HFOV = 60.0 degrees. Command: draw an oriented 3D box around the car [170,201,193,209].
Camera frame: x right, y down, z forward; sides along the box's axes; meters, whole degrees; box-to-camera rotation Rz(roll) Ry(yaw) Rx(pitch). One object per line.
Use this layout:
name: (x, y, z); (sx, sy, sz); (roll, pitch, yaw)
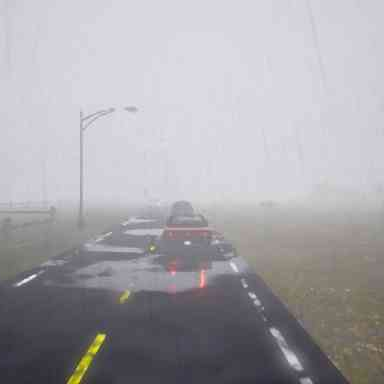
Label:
car: (-0.903, 1.520, 29.730); (1.882, 1.535, 5.008); (0, 0, -3)

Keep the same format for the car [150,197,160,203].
car: (-8.063, 1.732, 72.249); (1.895, 1.301, 4.718); (0, 0, -8)

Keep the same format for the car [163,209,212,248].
car: (-0.227, 1.626, 14.733); (1.895, 1.301, 4.718); (0, 0, -2)
